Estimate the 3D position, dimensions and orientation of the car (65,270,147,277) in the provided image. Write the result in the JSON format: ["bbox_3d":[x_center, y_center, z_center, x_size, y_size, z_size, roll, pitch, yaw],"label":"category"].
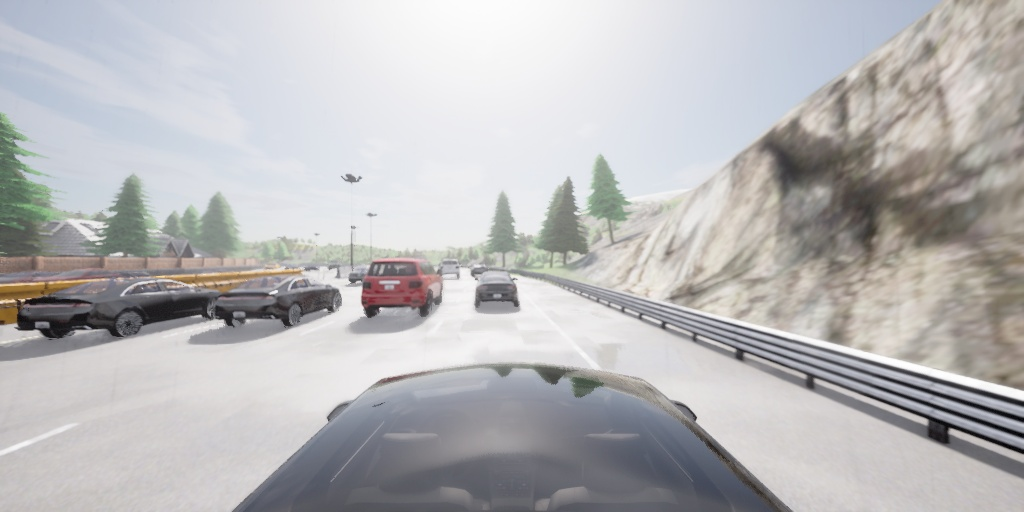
[{"bbox_3d":[-26.102,1.728,24.062,1.895,1.301,4.718,0,-1,-6],"label":"car"}]

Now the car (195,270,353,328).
[{"bbox_3d":[-7.474,1.391,12.067,2.128,1.511,4.902,0,-1,-3],"label":"car"}]

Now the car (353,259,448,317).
[{"bbox_3d":[-4.085,1.124,14.183,2.150,2.045,5.566,0,-1,-3],"label":"car"}]

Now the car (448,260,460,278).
[{"bbox_3d":[-7.094,1.415,40.716,2.150,2.045,5.566,0,0,-11],"label":"car"}]

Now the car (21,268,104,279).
[{"bbox_3d":[-29.729,1.634,24.892,1.882,1.535,5.008,0,-1,-7],"label":"car"}]

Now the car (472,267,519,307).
[{"bbox_3d":[-0.734,1.431,16.442,1.812,1.442,4.674,0,0,-4],"label":"car"}]

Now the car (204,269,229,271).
[{"bbox_3d":[-23.033,1.712,27.679,1.994,1.385,4.181,0,-1,-7],"label":"car"}]

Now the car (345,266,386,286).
[{"bbox_3d":[-12.692,1.676,31.431,2.033,1.411,5.357,0,-1,-8],"label":"car"}]

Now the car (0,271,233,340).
[{"bbox_3d":[-10.899,1.395,10.643,2.128,1.511,4.902,0,-1,-3],"label":"car"}]

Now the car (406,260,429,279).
[{"bbox_3d":[-10.642,1.434,40.618,2.150,2.045,5.566,0,0,-11],"label":"car"}]

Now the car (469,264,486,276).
[{"bbox_3d":[-4.010,1.691,43.004,2.128,1.511,4.902,0,-1,-11],"label":"car"}]

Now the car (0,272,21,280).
[{"bbox_3d":[-33.228,1.737,24.612,1.994,1.385,4.181,0,-1,-7],"label":"car"}]
